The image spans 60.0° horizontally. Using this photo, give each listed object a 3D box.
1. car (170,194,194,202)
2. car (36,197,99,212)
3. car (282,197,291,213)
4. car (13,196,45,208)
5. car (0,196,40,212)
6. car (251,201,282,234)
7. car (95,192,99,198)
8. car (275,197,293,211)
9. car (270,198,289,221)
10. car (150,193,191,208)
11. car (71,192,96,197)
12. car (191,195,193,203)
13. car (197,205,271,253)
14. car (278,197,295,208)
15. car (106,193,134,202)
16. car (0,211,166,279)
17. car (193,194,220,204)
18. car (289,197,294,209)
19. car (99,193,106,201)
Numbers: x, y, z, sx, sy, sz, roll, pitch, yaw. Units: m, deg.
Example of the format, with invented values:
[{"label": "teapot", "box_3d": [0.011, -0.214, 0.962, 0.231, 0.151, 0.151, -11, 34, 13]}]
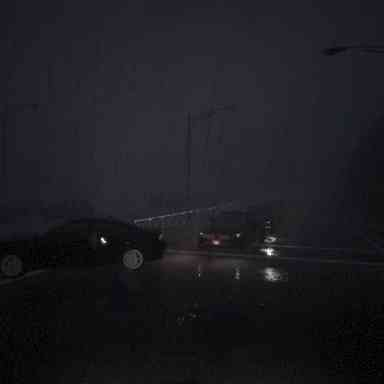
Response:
[{"label": "car", "box_3d": [-2.065, 1.252, 68.682, 4.514, 1.523, 2.007, 0, 0, 18]}, {"label": "car", "box_3d": [-9.021, 1.353, 24.205, 3.633, 1.501, 1.845, 0, 0, 18]}, {"label": "car", "box_3d": [7.766, 1.484, 30.501, 1.837, 1.490, 4.892, 0, 0, 19]}, {"label": "car", "box_3d": [-21.672, 1.269, 44.284, 3.633, 1.501, 1.845, 0, 0, 18]}, {"label": "car", "box_3d": [-15.098, 1.353, 29.404, 3.806, 1.475, 1.970, 0, 0, 19]}, {"label": "car", "box_3d": [3.972, 1.488, 19.294, 1.837, 1.490, 4.892, 0, 0, 19]}, {"label": "car", "box_3d": [-21.816, 1.292, 67.989, 3.806, 1.475, 1.970, 0, 0, 19]}, {"label": "car", "box_3d": [11.683, 1.480, 42.094, 1.837, 1.490, 4.892, 0, 0, 19]}, {"label": "car", "box_3d": [5.885, 1.473, 24.939, 2.128, 1.511, 4.902, 0, 0, 19]}, {"label": "car", "box_3d": [-2.942, 1.071, 41.766, 4.605, 1.855, 1.932, 0, 0, 18]}, {"label": "car", "box_3d": [-18.433, 1.244, 53.738, 4.514, 1.523, 2.007, 0, 0, 18]}, {"label": "car", "box_3d": [-2.402, 1.049, 44.651, 3.866, 1.878, 1.905, 0, 0, 18]}, {"label": "car", "box_3d": [1.822, 1.513, 13.886, 1.812, 1.442, 4.674, 0, 0, 24]}, {"label": "car", "box_3d": [13.567, 1.465, 47.669, 2.128, 1.511, 4.902, 0, 0, 19]}, {"label": "car", "box_3d": [-13.771, 1.040, 65.311, 4.605, 1.855, 1.932, 0, 0, 18]}, {"label": "car", "box_3d": [-3.278, 1.474, 9.864, 5.008, 1.535, 1.882, 0, 0, -15]}, {"label": "car", "box_3d": [1.693, 1.121, 56.772, 5.027, 1.636, 2.152, 0, 0, 19]}, {"label": "car", "box_3d": [9.808, 1.541, 36.539, 1.994, 1.385, 4.181, 0, 0, 19]}, {"label": "car", "box_3d": [-20.172, 1.007, 70.943, 3.866, 1.878, 1.905, 0, 0, 18]}]
